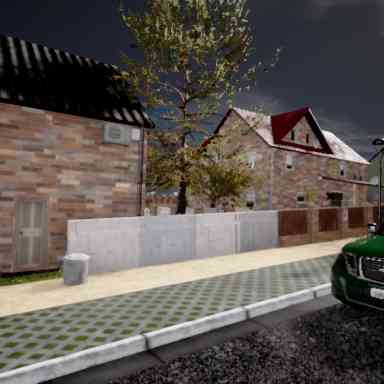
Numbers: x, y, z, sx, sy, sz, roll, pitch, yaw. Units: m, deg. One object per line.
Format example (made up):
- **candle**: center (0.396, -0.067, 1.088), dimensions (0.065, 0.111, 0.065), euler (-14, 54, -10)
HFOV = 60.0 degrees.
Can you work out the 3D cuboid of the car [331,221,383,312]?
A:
- **car**: center (5.176, 1.230, 6.748), dimensions (5.566, 2.045, 2.150), euler (0, 0, -35)
